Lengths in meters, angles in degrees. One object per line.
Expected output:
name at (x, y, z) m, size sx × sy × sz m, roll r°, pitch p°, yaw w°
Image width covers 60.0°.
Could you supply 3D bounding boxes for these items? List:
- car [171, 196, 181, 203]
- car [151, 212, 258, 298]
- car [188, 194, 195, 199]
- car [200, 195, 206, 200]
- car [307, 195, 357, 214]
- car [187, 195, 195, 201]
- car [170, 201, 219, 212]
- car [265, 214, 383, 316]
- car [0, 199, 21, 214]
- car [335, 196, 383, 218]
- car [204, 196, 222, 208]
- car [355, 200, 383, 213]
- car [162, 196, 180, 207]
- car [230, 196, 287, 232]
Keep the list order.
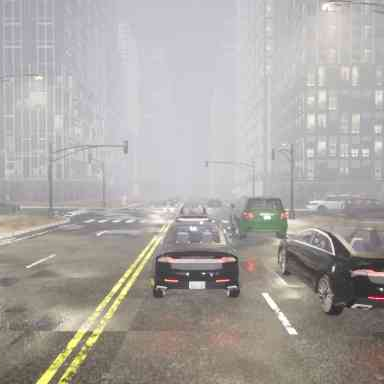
car at (-3.437, 1.493, 70.617) m, size 1.994 × 1.385 × 4.181 m, roll 0°, pitch 0°, yaw 0°
car at (0.078, 1.488, 8.502) m, size 2.128 × 1.511 × 4.902 m, roll 0°, pitch 0°, yaw 0°
car at (-0.240, 1.337, 91.300) m, size 1.895 × 1.301 × 4.718 m, roll 0°, pitch 0°, yaw 0°
car at (3.029, 1.514, 83.807) m, size 1.895 × 1.301 × 4.718 m, roll 0°, pitch 0°, yaw 0°
car at (15.382, 1.325, 35.895) m, size 5.566 × 2.045 × 2.150 m, roll 0°, pitch 1°, yaw 1°
car at (-0.212, 1.458, 80.853) m, size 2.033 × 1.411 × 5.357 m, roll 0°, pitch 0°, yaw 0°
car at (0.053, 1.482, 17.687) m, size 2.128 × 1.511 × 4.902 m, roll 0°, pitch 0°, yaw 0°
car at (3.328, 1.488, 7.493) m, size 2.128 × 1.511 × 4.902 m, roll 0°, pitch 0°, yaw 0°
car at (-19.481, 1.408, 33.186) m, size 4.181 × 1.385 × 1.994 m, roll 1°, pitch 1°, yaw 1°
car at (16.121, 1.519, 30.106) m, size 5.009 × 1.841 × 2.192 m, roll 1°, pitch 0°, yaw 1°
car at (3.257, 1.531, 48.191) m, size 1.994 × 1.385 × 4.181 m, roll 0°, pitch 0°, yaw -1°
car at (21.708, 1.643, 38.407) m, size 4.829 × 1.417 × 1.752 m, roll 1°, pitch 0°, yaw 1°
car at (-3.477, 1.455, 51.380) m, size 2.128 × 1.511 × 4.902 m, roll 0°, pitch 0°, yaw 0°
car at (3.304, 1.213, 17.335) m, size 2.150 × 2.045 × 5.566 m, roll 0°, pitch 0°, yaw 0°
